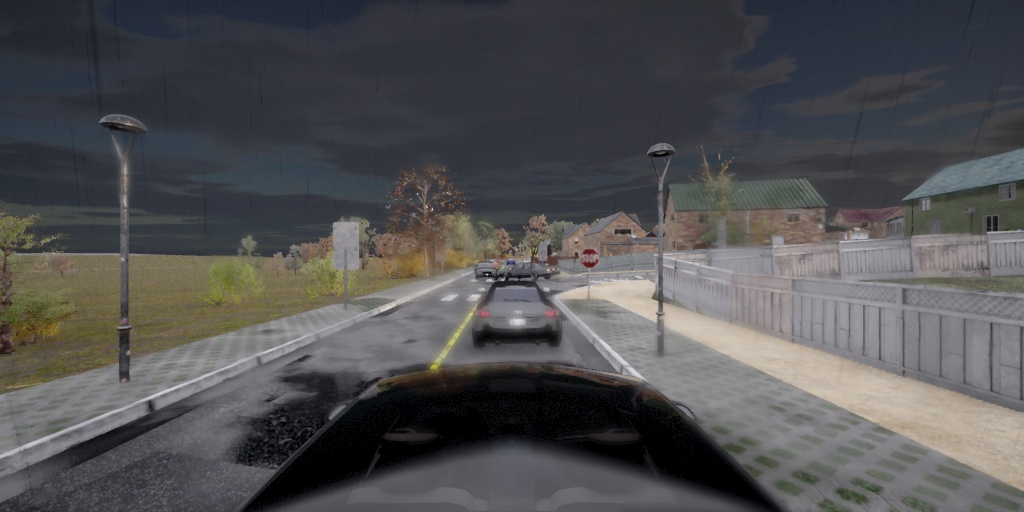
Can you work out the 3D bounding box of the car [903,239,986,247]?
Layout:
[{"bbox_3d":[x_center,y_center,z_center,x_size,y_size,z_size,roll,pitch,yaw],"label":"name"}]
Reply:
[{"bbox_3d":[23.838,-0.208,20.327,4.902,1.511,2.128,-3,0,14],"label":"car"}]

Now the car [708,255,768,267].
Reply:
[{"bbox_3d":[14.330,0.413,22.723,4.181,1.385,1.994,-3,0,16],"label":"car"}]

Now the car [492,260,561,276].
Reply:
[{"bbox_3d":[1.264,1.198,28.310,5.357,1.411,2.033,-4,-3,43],"label":"car"}]

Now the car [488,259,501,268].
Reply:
[{"bbox_3d":[-2.995,1.256,61.065,1.882,1.535,5.008,0,0,0],"label":"car"}]

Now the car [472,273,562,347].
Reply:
[{"bbox_3d":[0.082,1.313,9.292,1.994,1.385,4.181,0,0,-1],"label":"car"}]

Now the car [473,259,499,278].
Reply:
[{"bbox_3d":[-2.331,1.258,31.212,1.837,1.490,4.892,0,0,-8],"label":"car"}]
